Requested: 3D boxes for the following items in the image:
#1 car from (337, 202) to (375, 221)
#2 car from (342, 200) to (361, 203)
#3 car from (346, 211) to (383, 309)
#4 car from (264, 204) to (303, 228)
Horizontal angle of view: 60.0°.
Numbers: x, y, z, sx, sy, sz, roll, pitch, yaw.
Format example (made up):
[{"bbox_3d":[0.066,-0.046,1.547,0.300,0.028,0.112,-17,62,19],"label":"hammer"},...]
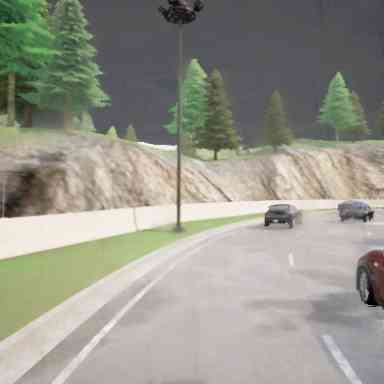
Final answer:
[{"bbox_3d":[13.576,1.728,27.176,1.895,1.301,4.718,0,0,37],"label":"car"},{"bbox_3d":[18.126,1.648,37.182,5.008,1.535,1.882,1,0,-41],"label":"car"},{"bbox_3d":[4.334,1.392,5.177,2.097,1.767,4.553,1,0,7],"label":"car"},{"bbox_3d":[6.340,1.567,22.802,1.837,1.490,4.892,0,0,28],"label":"car"}]
